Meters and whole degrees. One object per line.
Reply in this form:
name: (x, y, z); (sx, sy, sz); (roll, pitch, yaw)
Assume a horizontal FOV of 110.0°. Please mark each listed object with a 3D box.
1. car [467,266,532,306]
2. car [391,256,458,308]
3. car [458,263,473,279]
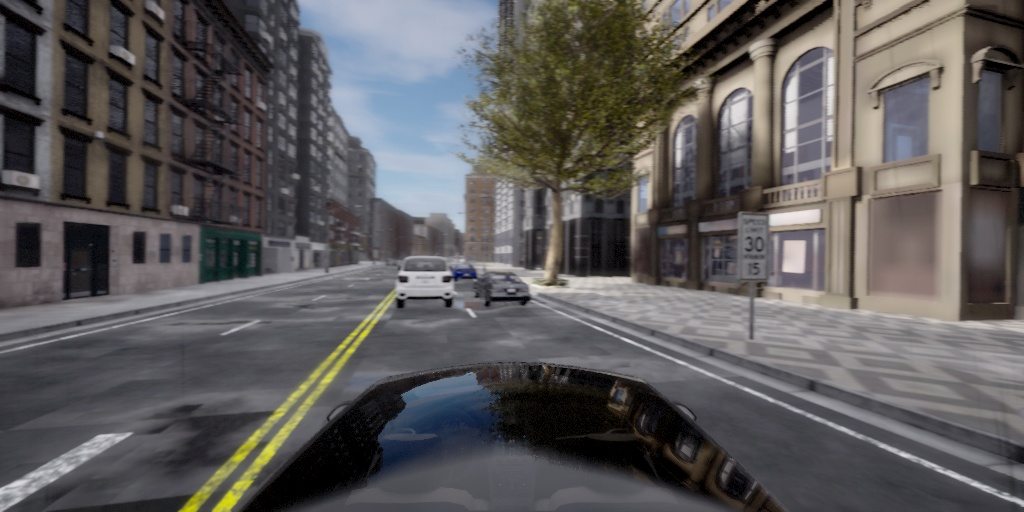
car: (-0.607, 1.392, 16.350); (2.033, 1.411, 5.357); (1, 0, -13)
car: (-3.768, 1.015, 15.616); (2.150, 2.045, 5.566); (1, 0, -13)
car: (-4.207, 1.357, 31.406); (1.882, 1.535, 5.008); (1, 0, -13)
